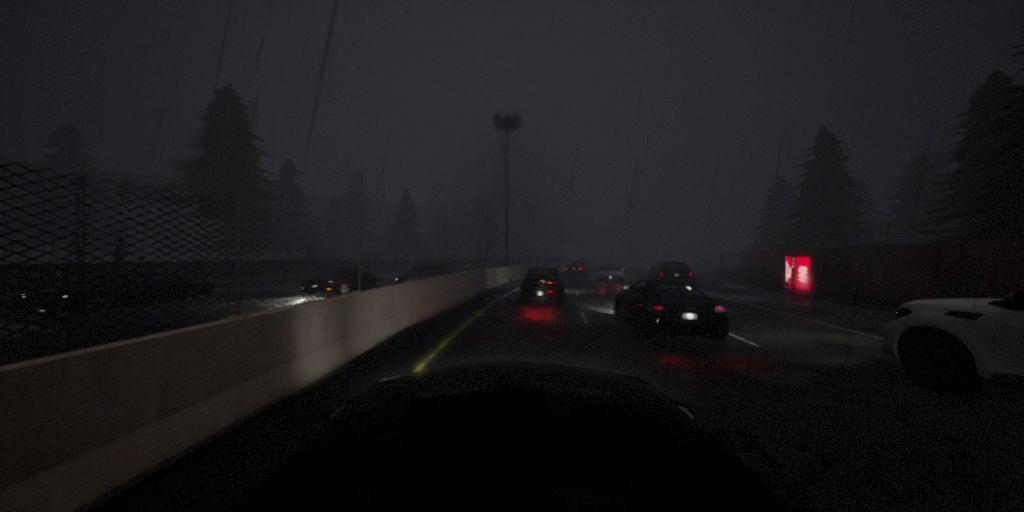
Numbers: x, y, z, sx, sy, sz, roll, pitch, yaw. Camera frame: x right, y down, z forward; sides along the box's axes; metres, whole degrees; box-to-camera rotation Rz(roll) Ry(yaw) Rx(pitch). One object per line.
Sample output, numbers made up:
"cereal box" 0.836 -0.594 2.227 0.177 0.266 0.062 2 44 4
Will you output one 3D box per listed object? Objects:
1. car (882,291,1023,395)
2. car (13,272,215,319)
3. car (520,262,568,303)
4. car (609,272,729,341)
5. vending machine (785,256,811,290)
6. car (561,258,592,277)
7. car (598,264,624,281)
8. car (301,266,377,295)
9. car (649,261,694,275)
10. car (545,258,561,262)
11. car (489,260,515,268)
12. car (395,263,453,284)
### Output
"car" 7.192 1.003 3.519 2.150 2.045 5.566 0 0 1
"car" -13.366 1.256 12.545 1.895 1.301 4.718 0 0 6
"car" 1.515 1.225 16.583 1.837 1.490 4.892 0 0 9
"car" 4.168 1.314 10.019 1.994 1.385 4.181 0 0 5
"vending machine" 16.453 0.980 20.665 1.100 2.100 0.880 0 0 14
"car" 6.623 1.245 35.482 2.033 1.411 5.357 0 0 21
"car" 8.134 1.321 29.249 1.895 1.301 4.718 0 0 18
"car" -8.921 1.225 18.862 1.994 1.385 4.181 0 0 10
"car" 9.900 1.099 22.533 2.097 1.767 4.553 0 0 14
"car" 6.641 1.142 58.778 1.837 1.490 4.892 0 0 33
"car" -1.394 1.216 51.974 1.895 1.301 4.718 0 0 28
"car" -4.989 1.181 20.937 1.837 1.490 4.892 0 0 11
